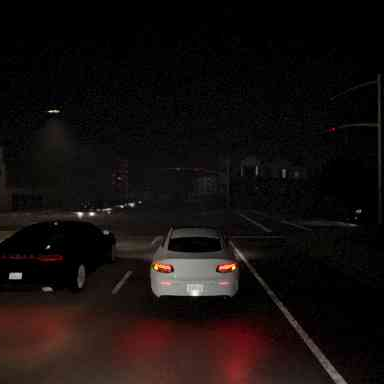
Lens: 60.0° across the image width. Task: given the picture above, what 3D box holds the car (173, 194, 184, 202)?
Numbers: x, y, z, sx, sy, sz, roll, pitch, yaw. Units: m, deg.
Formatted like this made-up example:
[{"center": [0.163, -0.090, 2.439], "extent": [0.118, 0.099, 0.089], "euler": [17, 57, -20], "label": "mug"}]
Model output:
[{"center": [-3.509, 1.400, 83.541], "extent": [2.150, 2.045, 5.566], "euler": [0, 0, 0], "label": "car"}]

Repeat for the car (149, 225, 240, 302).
[{"center": [0.066, 1.540, 8.185], "extent": [1.812, 1.442, 4.674], "euler": [0, 0, 0], "label": "car"}]

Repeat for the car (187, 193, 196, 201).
[{"center": [-0.009, 1.414, 89.313], "extent": [2.150, 2.045, 5.566], "euler": [0, -1, 0], "label": "car"}]

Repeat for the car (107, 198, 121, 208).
[{"center": [-14.086, 1.919, 56.706], "extent": [2.128, 1.511, 4.902], "euler": [0, 0, 0], "label": "car"}]

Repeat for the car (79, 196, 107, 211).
[{"center": [-14.102, 1.605, 46.855], "extent": [2.150, 2.045, 5.566], "euler": [0, -1, 0], "label": "car"}]

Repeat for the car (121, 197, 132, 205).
[{"center": [-14.019, 1.911, 66.479], "extent": [2.033, 1.411, 5.357], "euler": [0, 1, 0], "label": "car"}]

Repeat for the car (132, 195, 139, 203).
[{"center": [-14.008, 1.822, 76.343], "extent": [1.895, 1.301, 4.718], "euler": [0, 1, 0], "label": "car"}]

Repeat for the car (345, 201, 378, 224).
[{"center": [14.246, 1.491, 25.507], "extent": [4.553, 1.767, 2.097], "euler": [0, -1, 0], "label": "car"}]

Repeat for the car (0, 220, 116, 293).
[{"center": [-3.430, 1.498, 8.971], "extent": [1.882, 1.535, 5.008], "euler": [0, 0, 0], "label": "car"}]

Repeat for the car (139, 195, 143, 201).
[{"center": [-14.009, 1.538, 86.639], "extent": [2.097, 1.767, 4.553], "euler": [0, 0, 0], "label": "car"}]
